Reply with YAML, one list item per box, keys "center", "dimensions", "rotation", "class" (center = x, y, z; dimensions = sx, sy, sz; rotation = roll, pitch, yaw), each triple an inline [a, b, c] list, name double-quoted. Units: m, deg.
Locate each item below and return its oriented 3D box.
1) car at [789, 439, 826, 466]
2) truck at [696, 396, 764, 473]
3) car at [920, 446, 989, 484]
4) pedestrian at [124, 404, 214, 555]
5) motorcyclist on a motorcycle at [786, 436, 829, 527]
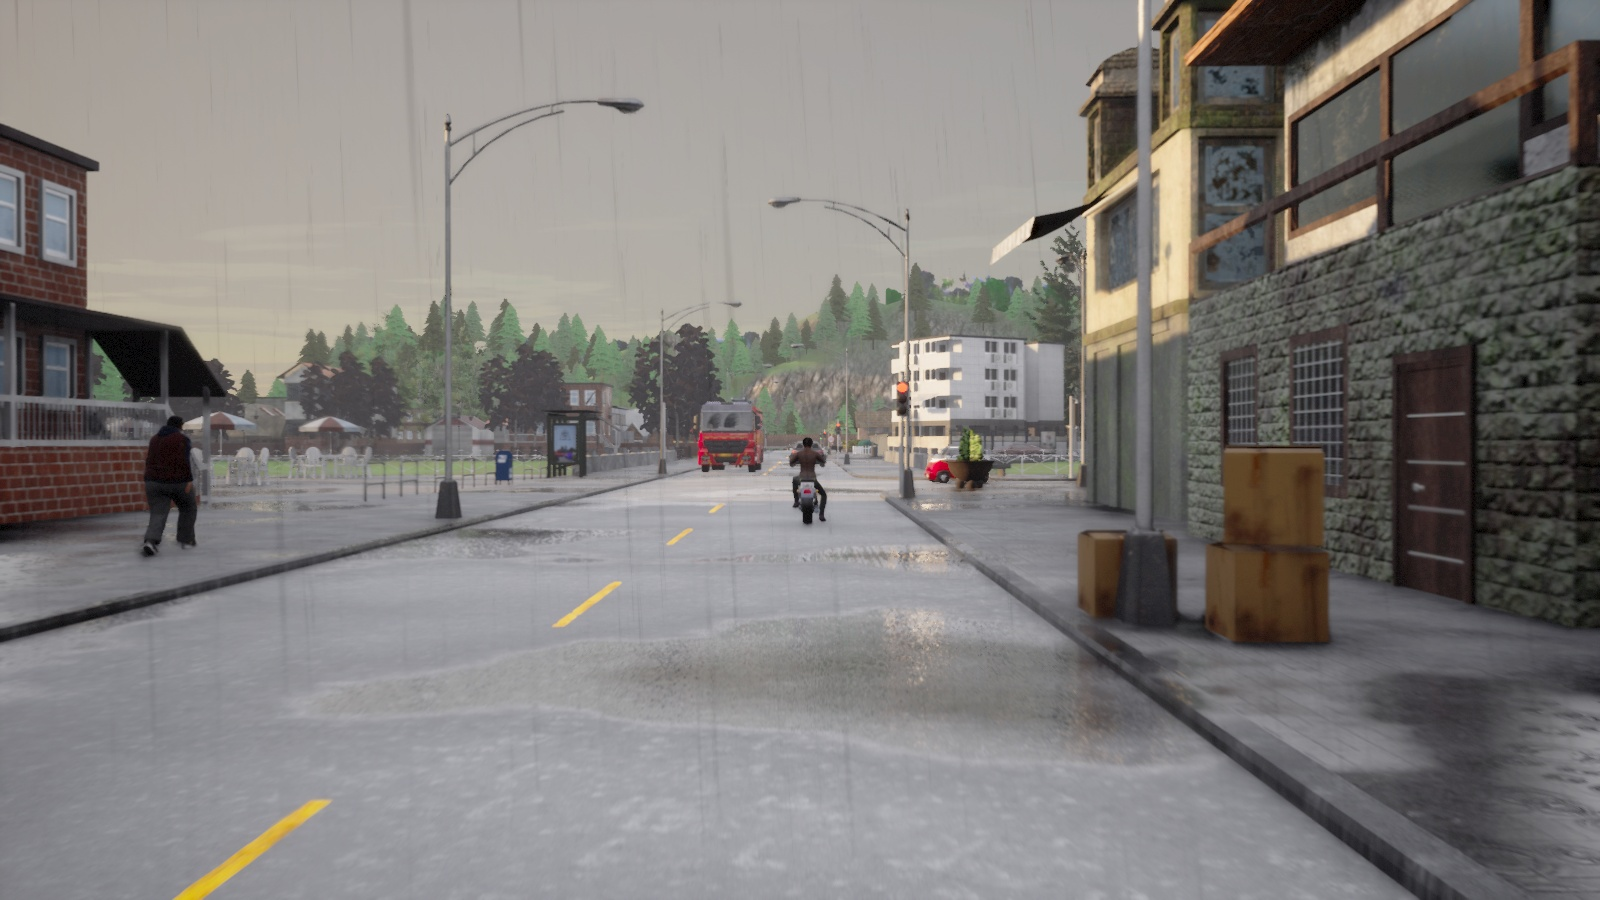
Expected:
- center: [0.465, 0.145, 79.085]
  dimensions: [2.242, 1.667, 4.611]
  rotation: [0, 0, 0]
  class: "car"
- center: [-3.570, -0.795, 66.285]
  dimensions: [2.891, 3.827, 8.468]
  rotation: [0, 0, 2]
  class: "truck"
- center: [5.687, 0.545, 46.257]
  dimensions: [2.207, 1.376, 1.481]
  rotation: [0, 0, -9]
  class: "car"
- center: [-7.963, 0.360, 15.865]
  dimensions: [0.634, 1.844, 0.899]
  rotation: [0, 0, 5]
  class: "pedestrian"
- center: [0.146, 0.563, 23.821]
  dimensions: [0.766, 1.649, 2.350]
  rotation: [0, 0, 1]
  class: "motorcyclist on a motorcycle"
